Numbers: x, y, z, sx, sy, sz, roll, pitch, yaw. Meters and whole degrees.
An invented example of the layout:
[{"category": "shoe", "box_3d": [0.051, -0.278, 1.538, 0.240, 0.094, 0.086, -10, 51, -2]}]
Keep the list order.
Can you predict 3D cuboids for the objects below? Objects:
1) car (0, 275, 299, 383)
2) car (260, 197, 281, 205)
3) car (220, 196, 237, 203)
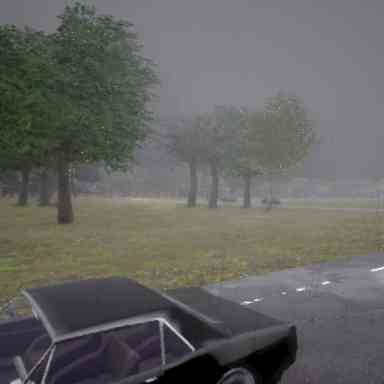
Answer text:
[{"category": "car", "box_3d": [-1.250, 1.598, 2.963, 4.718, 1.301, 1.895, 1, 0, -36]}, {"category": "car", "box_3d": [15.963, 1.870, 67.869, 1.837, 1.490, 4.892, 2, -1, -33]}, {"category": "car", "box_3d": [8.640, 1.786, 79.009, 1.837, 1.490, 4.892, 2, -1, -33]}]
